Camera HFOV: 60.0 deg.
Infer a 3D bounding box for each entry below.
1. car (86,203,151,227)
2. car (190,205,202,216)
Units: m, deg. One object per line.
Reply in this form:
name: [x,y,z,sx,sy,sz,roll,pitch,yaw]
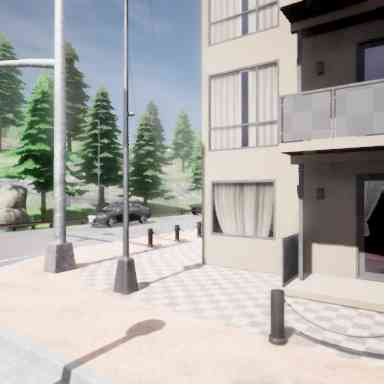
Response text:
car: [-4.896,1.503,22.726,2.128,1.511,4.902,0,0,35]
car: [1.801,1.613,32.392,1.895,1.301,4.718,0,0,35]
